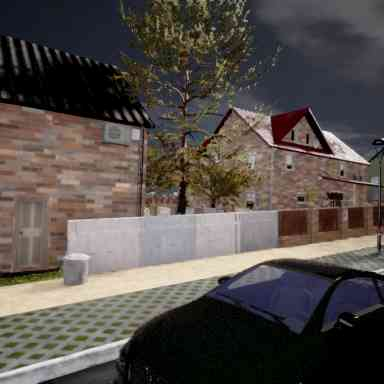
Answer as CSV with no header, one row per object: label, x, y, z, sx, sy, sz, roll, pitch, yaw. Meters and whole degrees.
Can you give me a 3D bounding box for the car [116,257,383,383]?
car,1.262,1.567,3.966,4.181,1.385,1.994,0,0,-35
